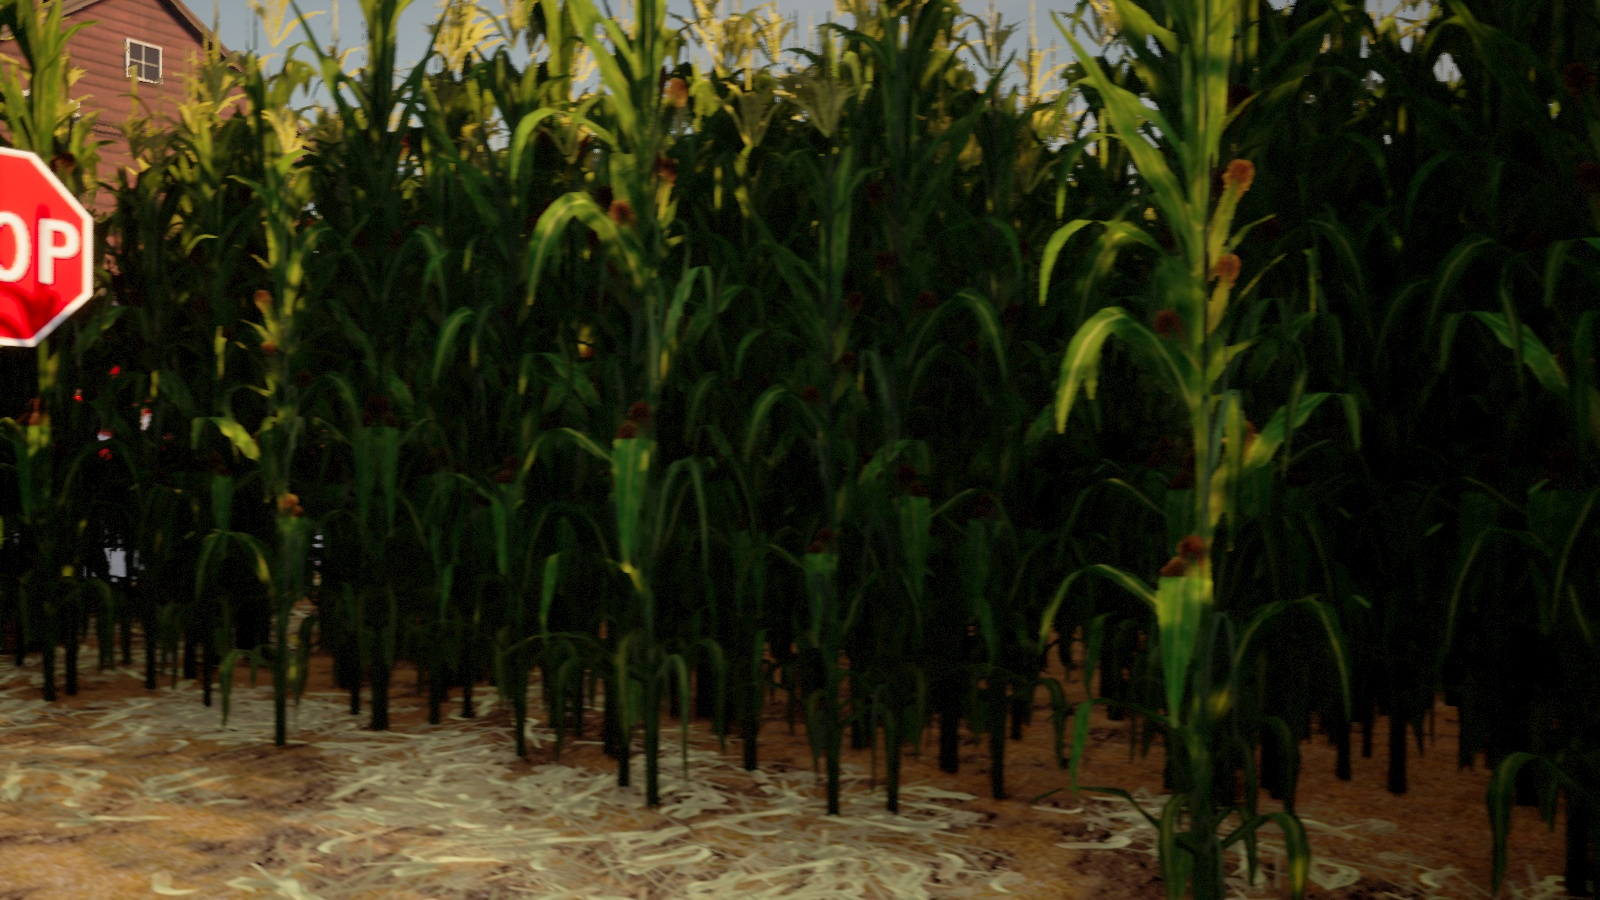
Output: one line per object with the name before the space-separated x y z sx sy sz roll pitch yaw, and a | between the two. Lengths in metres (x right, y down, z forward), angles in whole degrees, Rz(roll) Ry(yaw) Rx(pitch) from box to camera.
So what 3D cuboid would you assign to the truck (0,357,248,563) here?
truck | -10.354 0.110 16.327 2.627 2.467 5.204 0 1 33
